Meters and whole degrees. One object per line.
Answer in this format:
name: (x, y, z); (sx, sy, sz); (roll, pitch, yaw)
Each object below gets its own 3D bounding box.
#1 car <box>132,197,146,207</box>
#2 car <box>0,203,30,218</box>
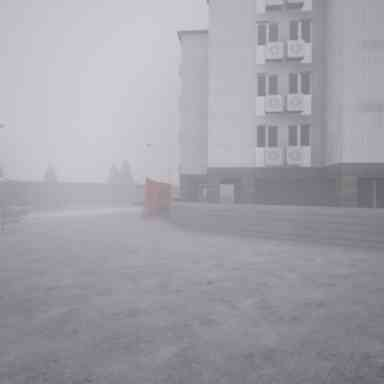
car: (-5.662, 1.324, 45.198); (2.033, 1.411, 5.357); (1, 0, 36)
car: (-15.014, 1.406, 25.314); (1.895, 1.301, 4.718); (1, 0, 37)
